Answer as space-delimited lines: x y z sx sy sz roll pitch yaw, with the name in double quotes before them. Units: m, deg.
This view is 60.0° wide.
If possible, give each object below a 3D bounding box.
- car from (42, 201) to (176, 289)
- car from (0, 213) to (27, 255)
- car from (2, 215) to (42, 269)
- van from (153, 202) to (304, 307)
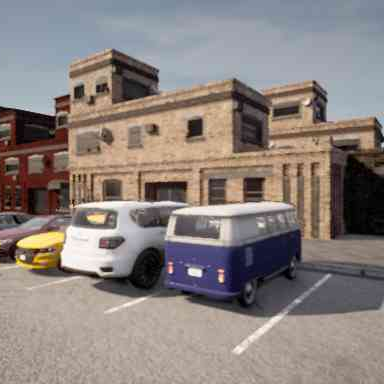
"car" -0.986 1.272 9.691 2.435 2.045 5.566 -1 0 35
"car" -7.717 1.618 14.492 2.163 1.488 4.792 -1 0 35
"car" -3.242 1.544 11.271 2.097 1.535 5.008 -1 0 35
"van" 1.311 1.279 8.162 1.878 1.987 4.442 0 0 35
